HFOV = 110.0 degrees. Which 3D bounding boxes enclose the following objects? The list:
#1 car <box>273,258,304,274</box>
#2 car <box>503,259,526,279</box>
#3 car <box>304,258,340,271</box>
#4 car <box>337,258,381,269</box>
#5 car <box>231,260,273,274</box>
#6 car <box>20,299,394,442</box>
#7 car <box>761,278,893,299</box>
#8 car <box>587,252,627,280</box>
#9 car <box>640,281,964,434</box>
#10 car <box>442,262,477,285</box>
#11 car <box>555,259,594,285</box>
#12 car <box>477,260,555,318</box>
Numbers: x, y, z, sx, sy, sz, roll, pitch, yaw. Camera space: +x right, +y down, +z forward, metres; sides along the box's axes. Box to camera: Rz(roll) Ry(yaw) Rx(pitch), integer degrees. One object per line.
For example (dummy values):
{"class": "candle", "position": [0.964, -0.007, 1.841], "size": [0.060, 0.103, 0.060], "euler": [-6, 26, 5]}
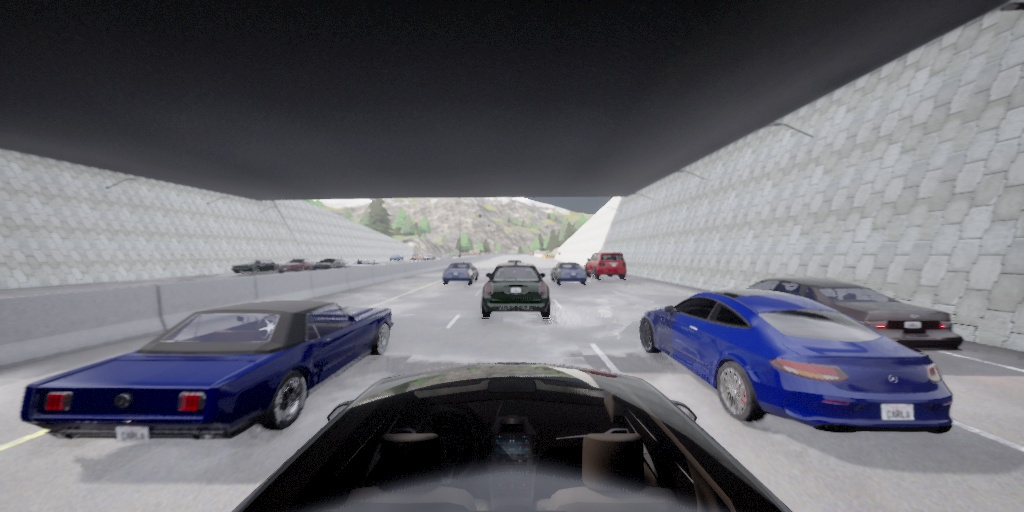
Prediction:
{"class": "car", "position": [-20.955, 0.943, 35.447], "size": [1.812, 1.442, 4.674], "euler": [0, 0, 0]}
{"class": "car", "position": [0.194, 1.017, 29.954], "size": [1.812, 1.442, 4.674], "euler": [0, 1, 0]}
{"class": "car", "position": [-17.462, 0.936, 34.564], "size": [1.837, 1.490, 4.892], "euler": [0, 0, 0]}
{"class": "car", "position": [-13.971, 1.044, 33.481], "size": [1.895, 1.301, 4.718], "euler": [0, 1, 0]}
{"class": "car", "position": [-24.461, 1.023, 34.539], "size": [1.895, 1.301, 4.718], "euler": [0, 1, 0]}
{"class": "car", "position": [-3.423, 1.313, 5.480], "size": [1.895, 1.301, 4.718], "euler": [0, 1, 1]}
{"class": "car", "position": [7.108, 1.241, 8.854], "size": [2.033, 1.411, 5.357], "euler": [0, 1, 0]}
{"class": "car", "position": [7.194, 0.740, 27.960], "size": [2.150, 2.045, 5.566], "euler": [0, 1, 0]}
{"class": "car", "position": [3.573, 1.244, 5.607], "size": [1.812, 1.442, 4.674], "euler": [0, 1, 0]}
{"class": "car", "position": [-3.335, 1.091, 23.869], "size": [2.033, 1.411, 5.357], "euler": [0, 1, 0]}
{"class": "car", "position": [3.665, 1.100, 23.840], "size": [2.033, 1.411, 5.357], "euler": [0, 1, 0]}
{"class": "car", "position": [0.128, 1.002, 12.603], "size": [2.097, 1.767, 4.553], "euler": [0, 0, 0]}
